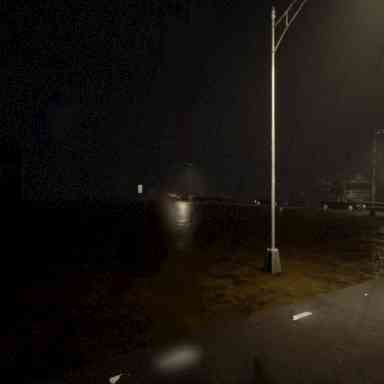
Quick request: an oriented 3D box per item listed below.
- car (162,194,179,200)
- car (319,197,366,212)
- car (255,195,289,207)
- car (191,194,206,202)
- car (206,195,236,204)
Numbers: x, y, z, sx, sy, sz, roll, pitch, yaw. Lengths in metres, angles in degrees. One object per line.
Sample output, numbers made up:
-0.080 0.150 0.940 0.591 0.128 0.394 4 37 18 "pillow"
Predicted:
-4.727 1.122 72.068 1.895 1.301 4.718 2 -1 -35 "car"
16.303 1.292 36.124 1.837 1.490 4.892 2 0 -35 "car"
10.547 1.177 44.238 1.837 1.490 4.892 2 0 -35 "car"
2.069 1.145 62.558 2.033 1.411 5.357 2 -1 -35 "car"
4.776 1.174 52.381 1.895 1.301 4.718 2 -1 -35 "car"
